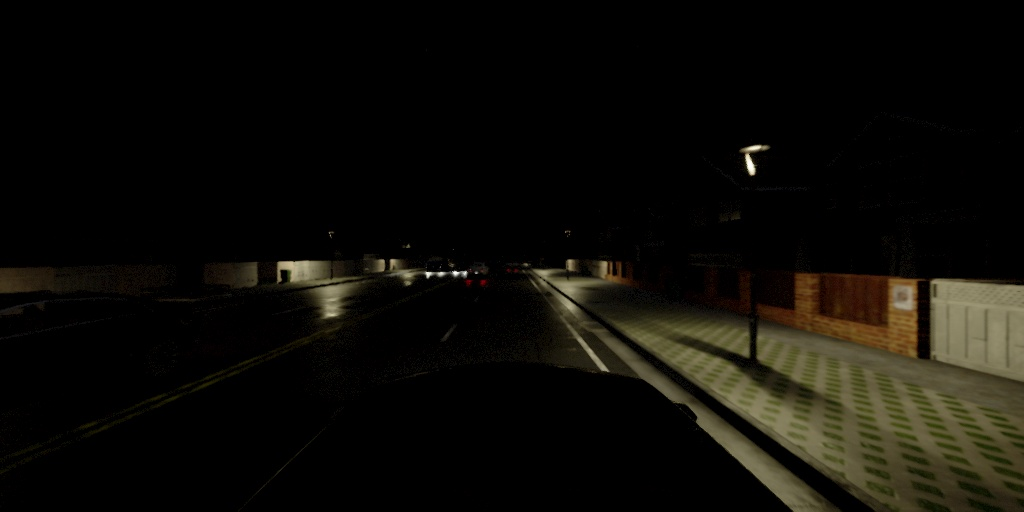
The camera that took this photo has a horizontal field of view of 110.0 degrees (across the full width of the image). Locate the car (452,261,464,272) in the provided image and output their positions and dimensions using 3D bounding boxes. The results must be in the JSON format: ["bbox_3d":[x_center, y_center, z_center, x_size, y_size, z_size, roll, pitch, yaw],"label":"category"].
[{"bbox_3d":[-6.627,1.354,47.529,1.994,1.385,4.181,0,0,0],"label":"car"}]

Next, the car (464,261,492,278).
[{"bbox_3d":[-3.192,1.296,34.513,1.812,1.442,4.674,0,0,0],"label":"car"}]

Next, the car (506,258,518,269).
[{"bbox_3d":[0.025,1.403,59.692,1.895,1.301,4.718,0,0,0],"label":"car"}]

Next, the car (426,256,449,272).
[{"bbox_3d":[-9.876,1.016,47.752,2.150,2.045,5.566,0,0,0],"label":"car"}]

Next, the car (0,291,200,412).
[{"bbox_3d":[-6.602,1.247,4.427,2.128,1.511,4.902,0,0,0],"label":"car"}]

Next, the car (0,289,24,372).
[{"bbox_3d":[-9.852,1.305,3.807,2.033,1.411,5.357,0,0,0],"label":"car"}]
